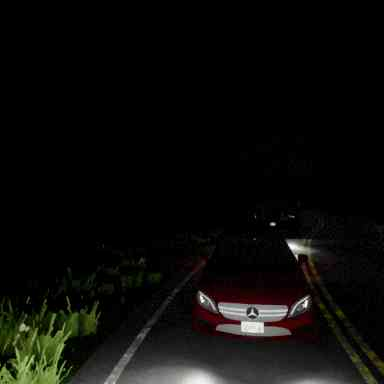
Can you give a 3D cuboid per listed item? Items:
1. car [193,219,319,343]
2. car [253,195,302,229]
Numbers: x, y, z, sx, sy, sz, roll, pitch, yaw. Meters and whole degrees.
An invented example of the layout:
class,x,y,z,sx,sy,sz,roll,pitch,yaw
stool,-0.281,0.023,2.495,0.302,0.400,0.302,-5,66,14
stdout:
class,x,y,z,sx,sy,sz,roll,pitch,yaw
car,1.224,1.534,6.703,1.812,1.442,4.674,-1,0,10
car,4.982,1.215,18.879,2.150,2.045,5.566,-2,-1,22
